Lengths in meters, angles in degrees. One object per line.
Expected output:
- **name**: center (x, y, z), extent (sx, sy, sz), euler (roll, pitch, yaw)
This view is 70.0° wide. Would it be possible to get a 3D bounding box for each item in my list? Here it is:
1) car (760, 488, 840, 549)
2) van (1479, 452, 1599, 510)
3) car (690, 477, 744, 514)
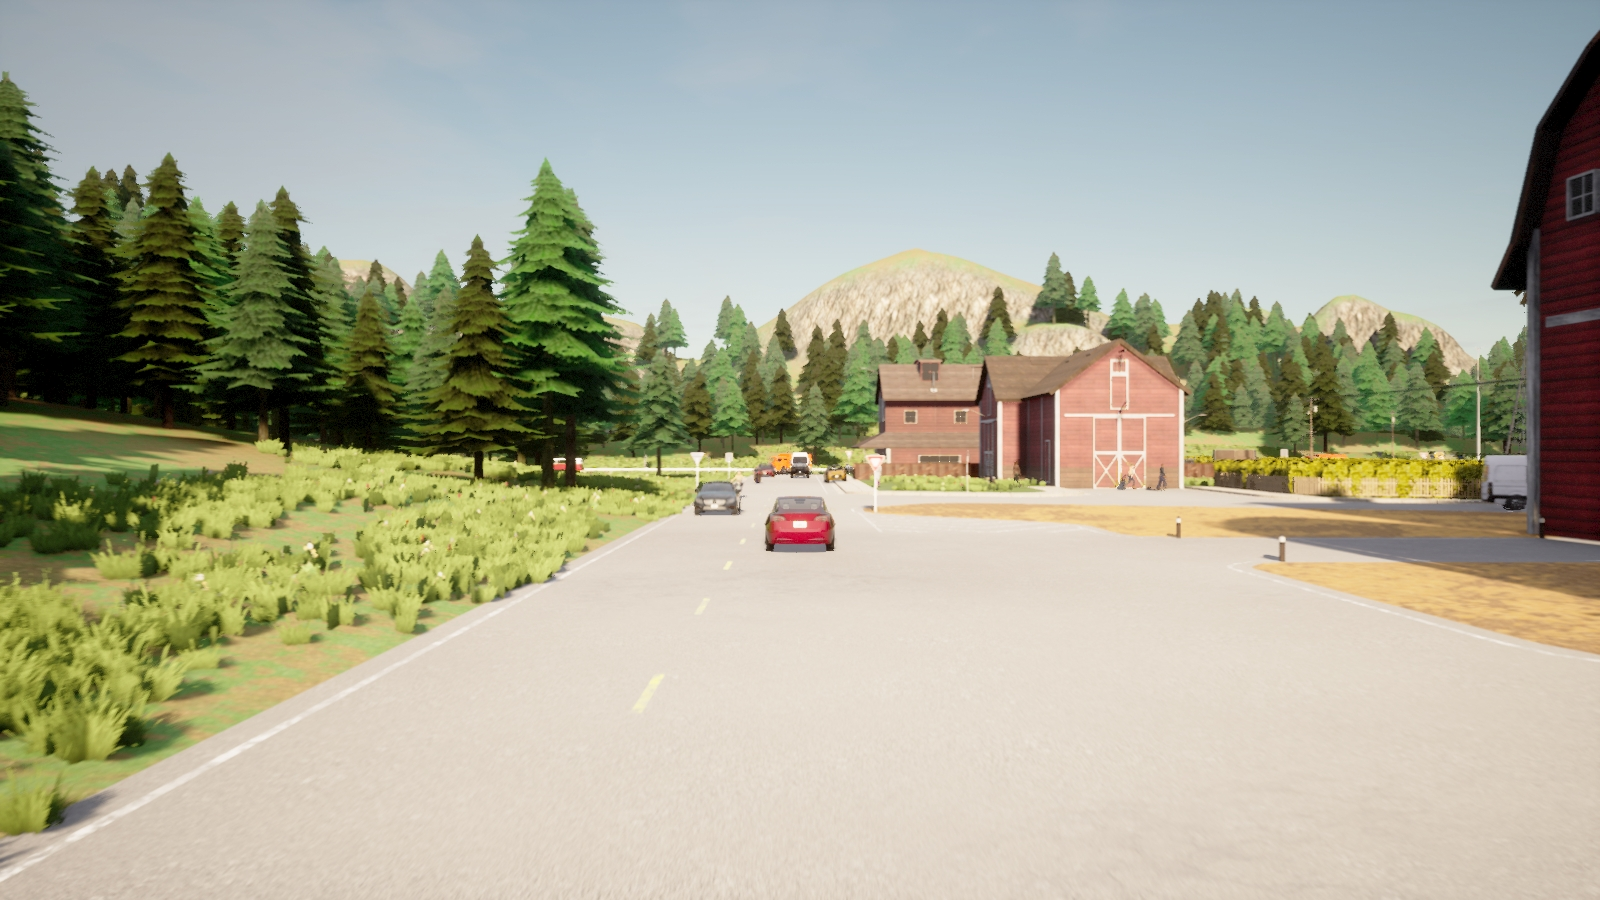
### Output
- **car**: center (0.001, 1.923, 33.303), extent (2.163, 1.488, 4.792), euler (0, 0, 0)
- **van**: center (34.814, 1.406, 52.539), extent (5.915, 2.561, 1.988), euler (0, 0, 23)
- **car**: center (-3.561, 1.941, 49.830), extent (2.002, 1.442, 4.674), euler (0, 0, 0)
